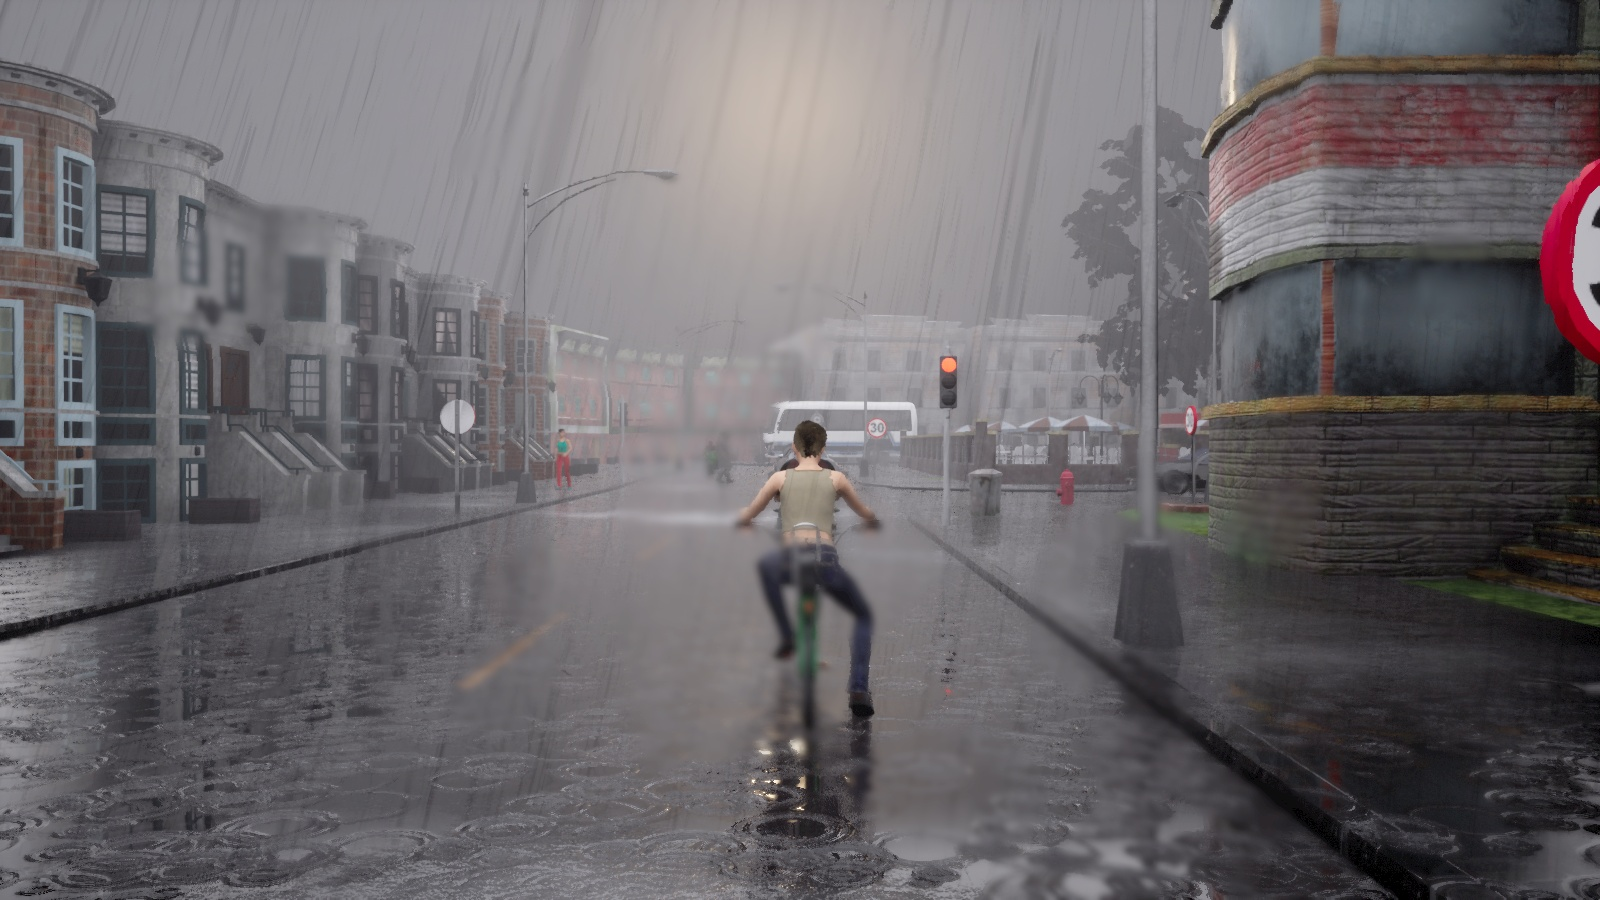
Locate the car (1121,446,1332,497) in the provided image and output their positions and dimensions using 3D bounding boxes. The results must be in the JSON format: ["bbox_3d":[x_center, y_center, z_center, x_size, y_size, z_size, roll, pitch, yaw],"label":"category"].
[{"bbox_3d":[12.106,0.601,35.920,5.357,1.411,2.033,0,0,0],"label":"car"}]

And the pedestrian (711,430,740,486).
[{"bbox_3d":[-2.632,0.288,44.326,0.873,1.952,0.659,0,0,-17],"label":"pedestrian"}]

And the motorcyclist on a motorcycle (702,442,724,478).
[{"bbox_3d":[-3.723,0.420,54.162,0.797,1.523,2.044,0,0,0],"label":"motorcyclist on a motorcycle"}]

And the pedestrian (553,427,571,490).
[{"bbox_3d":[-6.918,0.244,36.511,0.345,1.836,0.594,0,0,10],"label":"pedestrian"}]

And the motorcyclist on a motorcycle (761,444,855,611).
[{"bbox_3d":[0.080,0.710,12.643,0.866,1.530,2.191,0,0,0],"label":"motorcyclist on a motorcycle"}]

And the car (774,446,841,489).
[{"bbox_3d":[0.216,0.566,43.222,1.994,1.385,4.181,0,0,-4],"label":"car"}]

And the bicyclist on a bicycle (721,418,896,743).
[{"bbox_3d":[0.047,0.644,6.991,0.866,1.612,1.509,0,0,0],"label":"bicyclist on a bicycle"}]

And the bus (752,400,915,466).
[{"bbox_3d":[2.168,-1.107,83.680,10.273,4.253,3.944,0,1,-11],"label":"bus"}]
